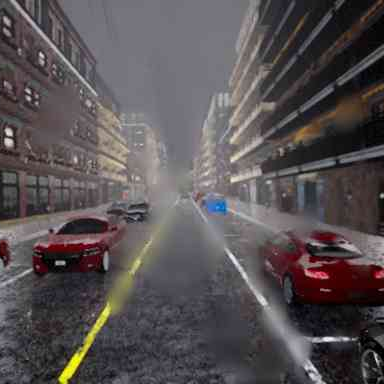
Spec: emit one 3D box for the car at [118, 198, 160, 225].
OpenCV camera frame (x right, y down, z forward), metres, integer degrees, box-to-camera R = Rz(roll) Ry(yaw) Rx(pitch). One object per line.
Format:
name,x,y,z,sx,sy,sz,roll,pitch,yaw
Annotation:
car,-3.544,1.387,23.038,1.837,1.490,4.892,-1,0,-1

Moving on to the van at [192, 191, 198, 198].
van,0.764,0.601,90.957,1.690,1.788,3.998,0,0,-1

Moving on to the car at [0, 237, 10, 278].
car,-5.797,1.595,7.274,1.887,1.381,4.507,0,0,-1

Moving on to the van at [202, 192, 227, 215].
van,2.095,1.065,29.692,1.690,1.788,3.998,0,0,-1

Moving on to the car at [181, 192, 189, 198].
car,-1.796,0.811,84.445,2.033,1.411,5.357,-1,0,-1

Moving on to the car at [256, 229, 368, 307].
car,2.581,1.476,7.414,1.802,1.307,4.206,0,0,-1

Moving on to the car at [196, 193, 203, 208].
car,1.854,1.184,40.832,1.887,1.381,4.507,0,0,-1

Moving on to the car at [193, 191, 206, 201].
car,1.369,0.785,63.108,2.192,1.841,5.009,0,0,-1

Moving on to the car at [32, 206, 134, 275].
car,-3.293,1.454,10.666,1.882,1.535,5.008,-1,0,-1

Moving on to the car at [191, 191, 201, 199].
car,1.006,0.659,79.818,2.192,1.841,5.009,0,0,-1

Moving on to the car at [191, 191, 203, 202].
car,1.490,0.827,57.539,2.192,1.841,5.009,0,0,-1

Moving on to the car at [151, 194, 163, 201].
car,-7.008,1.170,62.970,1.887,1.381,4.507,0,0,-1

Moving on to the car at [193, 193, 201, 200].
car,1.124,0.910,74.419,1.752,1.417,4.829,0,0,-1

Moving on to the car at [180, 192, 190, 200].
car,-1.579,0.787,74.371,2.097,1.767,4.553,-1,0,-1

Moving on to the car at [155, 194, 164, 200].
car,-7.249,1.123,74.109,1.802,1.307,4.206,0,0,-1

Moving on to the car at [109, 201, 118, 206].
car,-6.281,1.445,29.552,1.947,1.339,4.313,0,0,-1

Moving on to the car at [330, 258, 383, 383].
car,2.702,1.503,1.845,1.947,1.339,4.313,0,0,-1
